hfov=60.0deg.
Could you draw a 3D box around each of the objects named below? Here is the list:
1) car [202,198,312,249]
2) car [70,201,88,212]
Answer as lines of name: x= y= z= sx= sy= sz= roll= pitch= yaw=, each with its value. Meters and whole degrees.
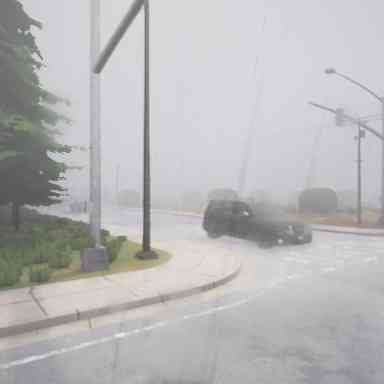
car: x=2.697 y=1.374 z=15.284 sx=2.150 sy=2.045 sz=5.566 roll=0 pitch=1 yaw=-35
car: x=-11.830 y=1.626 z=36.385 sx=1.895 sy=1.301 sz=4.718 roll=0 pitch=0 yaw=-35
